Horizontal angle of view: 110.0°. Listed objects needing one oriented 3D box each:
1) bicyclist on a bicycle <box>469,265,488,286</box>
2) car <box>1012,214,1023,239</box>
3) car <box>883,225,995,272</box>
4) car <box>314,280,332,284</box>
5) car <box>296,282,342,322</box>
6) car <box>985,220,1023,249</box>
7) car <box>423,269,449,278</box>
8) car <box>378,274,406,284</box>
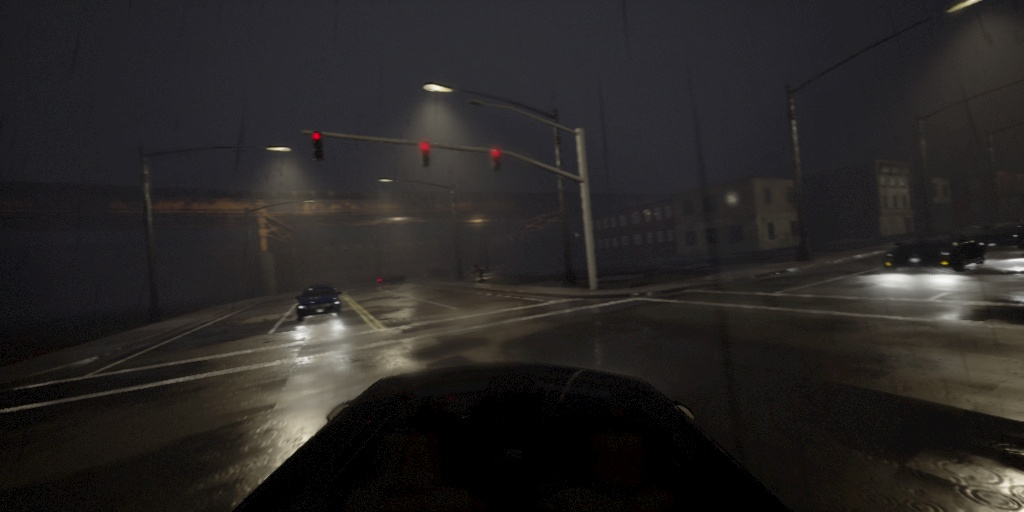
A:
[{"bbox_3d":[-2.667,1.501,28.199,1.656,1.620,0.582,-5,0,-28],"label":"bicyclist on a bicycle"},{"bbox_3d":[34.857,-2.138,23.327,4.892,1.490,1.837,-6,0,-26],"label":"car"},{"bbox_3d":[16.707,-0.195,14.205,4.181,1.385,1.994,-6,0,-26],"label":"car"},{"bbox_3d":[-13.930,2.690,26.175,1.837,1.490,4.892,-5,0,-28],"label":"car"},{"bbox_3d":[-9.670,2.276,18.043,1.812,1.442,4.674,-5,0,-28],"label":"car"},{"bbox_3d":[25.553,-1.062,18.669,4.718,1.301,1.895,-6,0,-27],"label":"car"},{"bbox_3d":[-12.753,2.844,60.038,1.812,1.442,4.674,-5,-1,38],"label":"car"},{"bbox_3d":[-16.884,3.222,50.714,1.895,1.301,4.718,-5,0,11],"label":"car"}]
